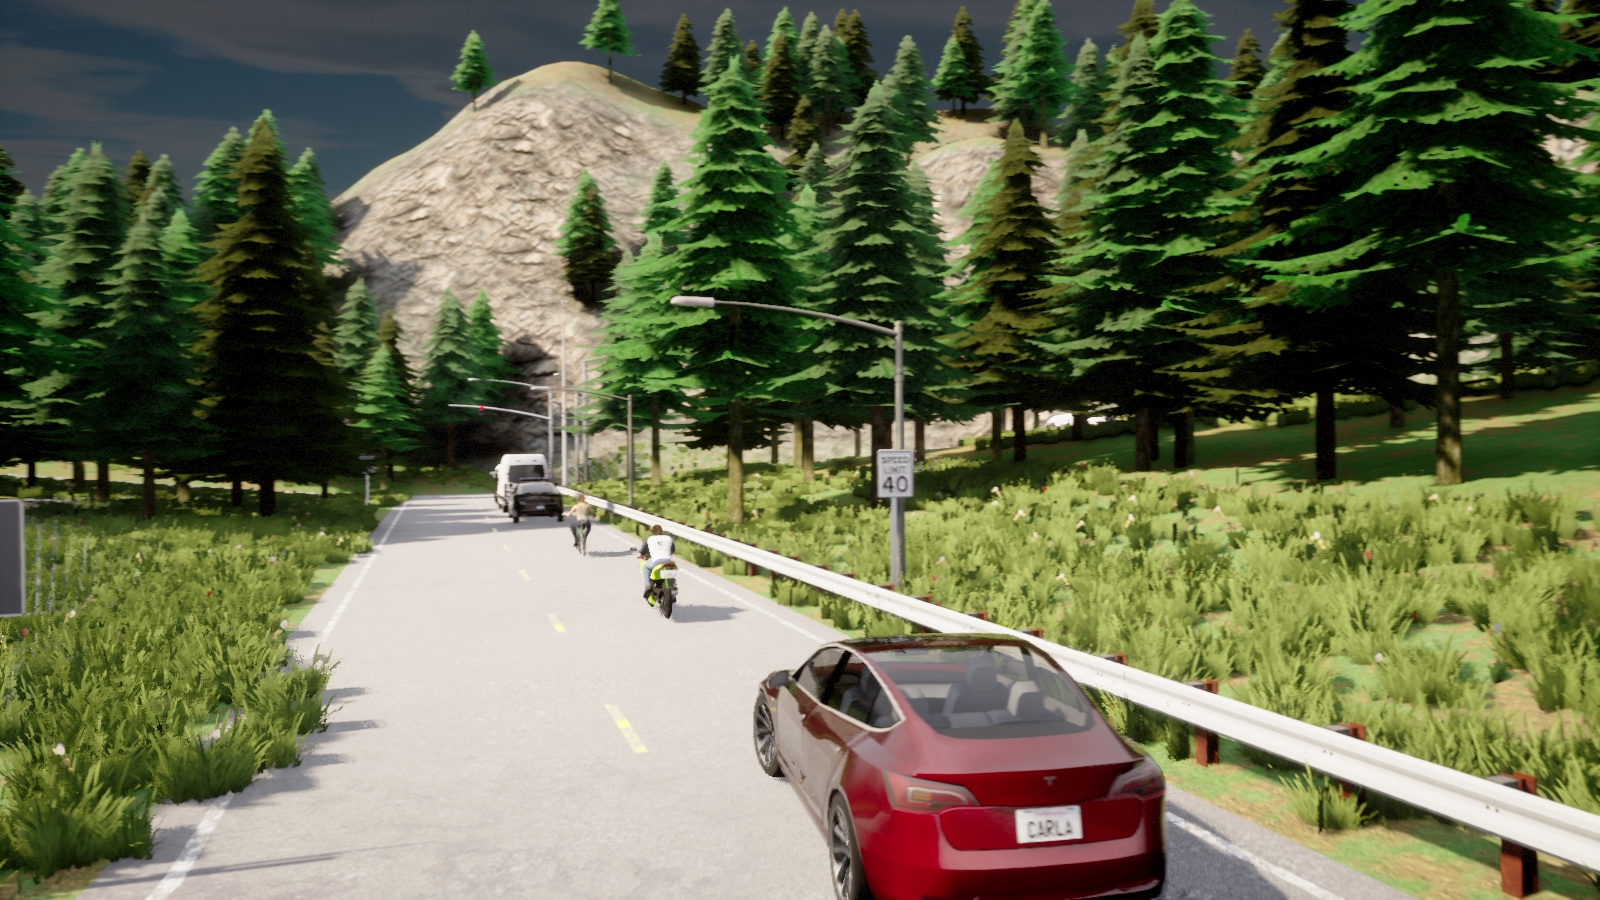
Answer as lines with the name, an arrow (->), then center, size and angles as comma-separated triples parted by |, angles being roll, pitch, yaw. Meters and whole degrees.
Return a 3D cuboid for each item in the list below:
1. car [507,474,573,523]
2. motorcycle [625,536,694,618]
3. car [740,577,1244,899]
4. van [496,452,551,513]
car -> -10.303, 1.844, 44.938 | 2.097, 1.638, 5.238 | -1, 0, -17
motorcycle -> -2.422, 2.122, 19.444 | 0.803, 1.145, 2.033 | -1, 0, -17
car -> 0.952, 1.992, 8.495 | 2.163, 1.488, 4.792 | -1, 0, -11
van -> -12.646, 1.385, 51.976 | 1.988, 2.561, 5.915 | -1, 0, -17
